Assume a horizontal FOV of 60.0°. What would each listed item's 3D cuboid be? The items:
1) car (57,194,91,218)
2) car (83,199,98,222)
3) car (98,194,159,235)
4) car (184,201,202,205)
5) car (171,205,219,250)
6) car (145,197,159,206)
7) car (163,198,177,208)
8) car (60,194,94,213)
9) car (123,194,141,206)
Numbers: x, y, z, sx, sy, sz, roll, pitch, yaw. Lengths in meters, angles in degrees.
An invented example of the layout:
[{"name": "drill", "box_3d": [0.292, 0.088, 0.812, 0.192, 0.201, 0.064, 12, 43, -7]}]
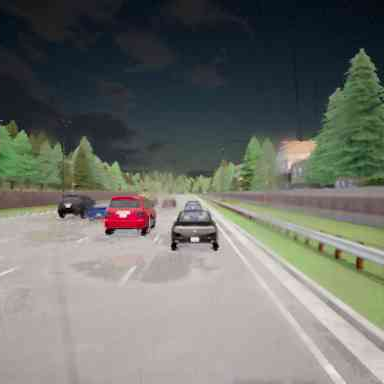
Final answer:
[{"name": "car", "box_3d": [-10.389, 1.287, 30.543, 2.150, 2.045, 5.566, 0, 0, 0]}, {"name": "car", "box_3d": [-6.889, 1.535, 27.019, 1.882, 1.535, 5.008, 0, 0, 0]}, {"name": "car", "box_3d": [-3.392, 1.263, 19.067, 2.150, 2.045, 5.566, 0, 0, 0]}, {"name": "car", "box_3d": [0.114, 1.621, 34.977, 2.033, 1.411, 5.357, 0, 0, 0]}, {"name": "car", "box_3d": [0.105, 1.523, 14.577, 2.128, 1.511, 4.902, 0, 0, 0]}, {"name": "car", "box_3d": [-6.875, 1.646, 57.463, 1.812, 1.442, 4.674, 0, 0, 0]}, {"name": "car", "box_3d": [-3.381, 1.585, 51.178, 1.882, 1.535, 5.008, 0, 0, 0]}, {"name": "car", "box_3d": [-13.884, 1.309, 40.473, 2.150, 2.045, 5.566, 0, 0, 0]}, {"name": "car", "box_3d": [-10.378, 1.343, 58.294, 2.150, 2.045, 5.566, 0, 0, 0]}]
